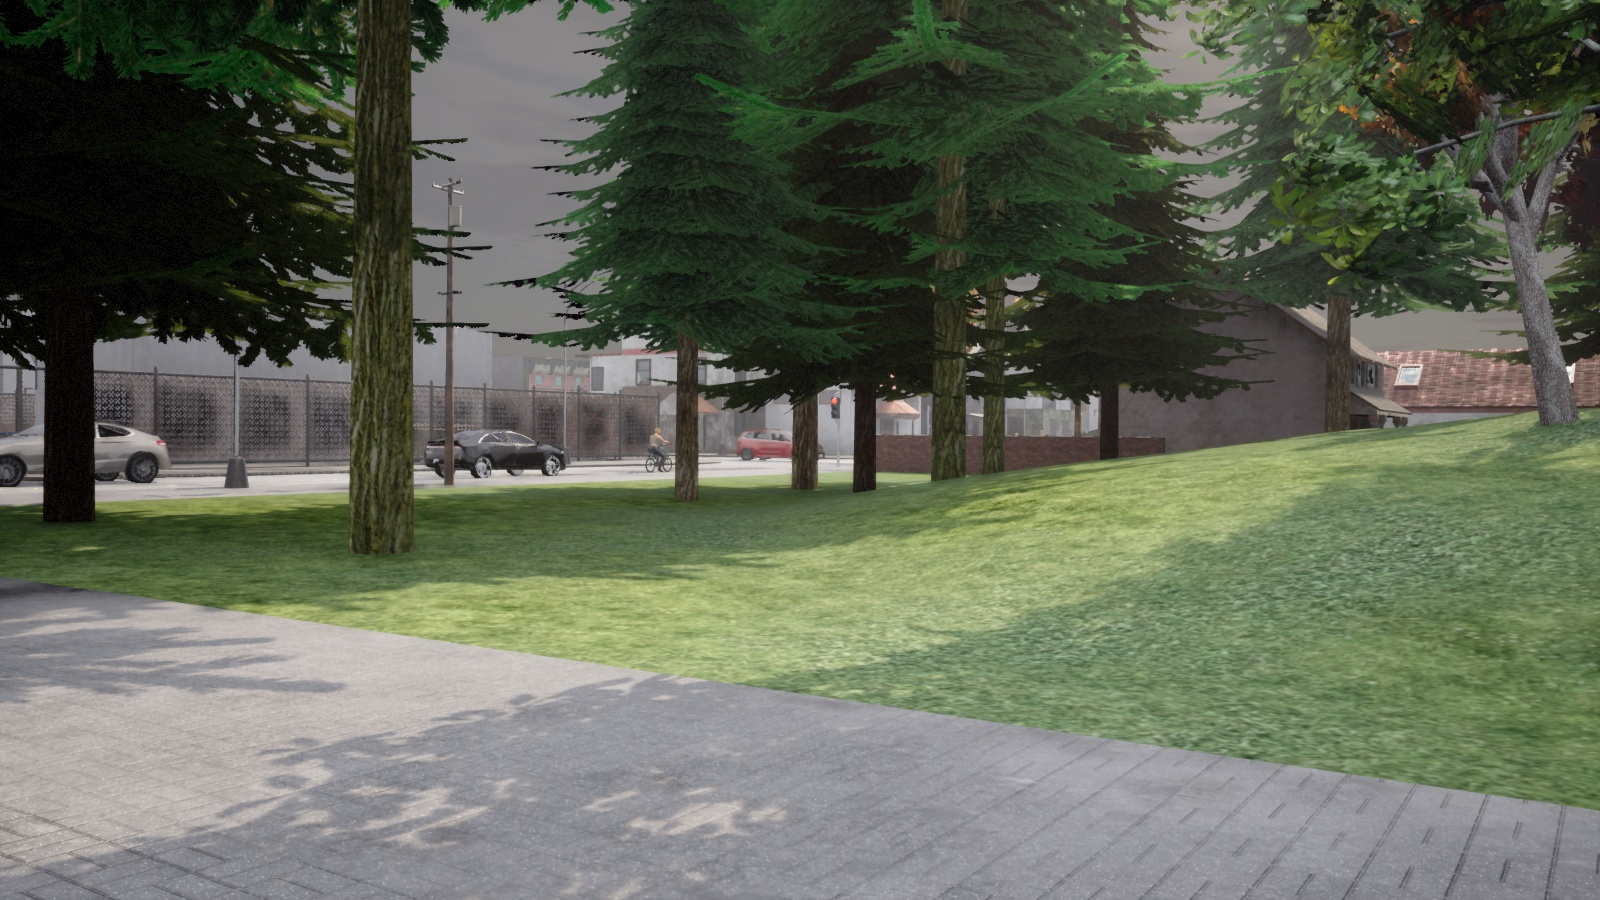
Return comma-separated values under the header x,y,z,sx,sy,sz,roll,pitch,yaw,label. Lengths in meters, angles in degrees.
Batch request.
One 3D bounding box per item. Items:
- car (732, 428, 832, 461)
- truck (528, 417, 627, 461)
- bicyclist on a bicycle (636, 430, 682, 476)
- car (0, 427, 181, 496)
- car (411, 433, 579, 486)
x,y,z,sx,sy,sz,roll,pitch,yaw,label
-0.947,-0.299,64.714,4.611,1.667,2.242,0,1,25,car
-12.775,-0.624,72.056,5.204,2.467,2.627,0,1,34,truck
-5.094,0.094,45.400,0.866,1.612,1.509,0,1,33,bicyclist on a bicycle
-18.799,0.244,31.973,2.152,1.651,5.027,0,1,34,car
-9.367,0.240,38.970,2.128,1.511,4.902,0,1,34,car
